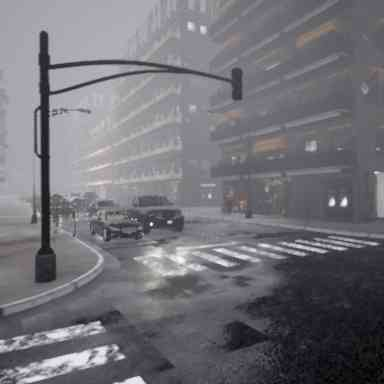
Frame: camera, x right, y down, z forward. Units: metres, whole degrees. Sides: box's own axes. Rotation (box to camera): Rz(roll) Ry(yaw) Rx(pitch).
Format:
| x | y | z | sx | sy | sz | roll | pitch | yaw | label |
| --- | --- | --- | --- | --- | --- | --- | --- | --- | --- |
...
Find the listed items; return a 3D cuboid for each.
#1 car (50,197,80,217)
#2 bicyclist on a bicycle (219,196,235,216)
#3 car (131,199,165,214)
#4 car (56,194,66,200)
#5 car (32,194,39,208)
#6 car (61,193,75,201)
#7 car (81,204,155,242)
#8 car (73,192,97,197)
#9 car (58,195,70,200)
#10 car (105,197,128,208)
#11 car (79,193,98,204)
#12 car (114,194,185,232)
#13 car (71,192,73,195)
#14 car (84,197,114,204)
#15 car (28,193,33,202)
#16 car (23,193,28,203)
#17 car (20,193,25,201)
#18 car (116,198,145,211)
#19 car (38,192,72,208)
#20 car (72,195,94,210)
| x | y | z | sx | sy | sz | roll | pitch | yaw | label |
| --- | --- | --- | --- | --- | --- | --- | --- | --- | --- |
| -11.931 | 1.465 | 30.567 | 1.887 | 1.381 | 4.507 | 0 | 0 | -29 | car |
| 2.876 | 1.163 | 27.364 | 1.656 | 1.620 | 0.582 | -1 | 0 | -29 | bicyclist on a bicycle |
| -4.619 | 1.415 | 34.660 | 2.008 | 1.369 | 4.403 | 0 | 0 | -29 | car |
| -34.749 | 1.340 | 87.983 | 1.947 | 1.339 | 4.313 | 0 | 0 | -29 | car |
| -20.065 | 1.419 | 44.961 | 1.752 | 1.417 | 4.829 | 0 | 0 | -29 | car |
| -29.269 | 1.104 | 78.287 | 2.192 | 1.841 | 5.009 | 0 | 0 | -29 | car |
| -3.713 | 1.501 | 16.024 | 2.008 | 1.369 | 4.403 | 1 | 0 | -29 | car |
| -15.102 | 1.076 | 47.939 | 2.150 | 2.045 | 5.566 | 0 | 0 | -29 | car |
| -32.010 | 1.332 | 83.135 | 2.008 | 1.369 | 4.403 | 0 | 0 | -29 | car |
| -10.180 | 1.371 | 44.503 | 1.752 | 1.417 | 4.829 | 0 | 0 | -29 | car |
| -18.313 | 1.135 | 58.898 | 2.192 | 1.841 | 5.009 | 0 | 0 | -29 | car |
| -2.458 | 1.151 | 19.043 | 2.150 | 2.045 | 5.566 | 0 | 0 | -29 | car |
| -20.352 | 1.061 | 57.213 | 2.150 | 2.045 | 5.566 | 0 | 0 | -29 | car |
| -7.337 | 1.416 | 27.685 | 1.837 | 1.490 | 4.892 | 0 | 0 | -29 | car |
| -22.886 | 1.200 | 49.957 | 2.192 | 1.841 | 5.009 | 0 | 0 | -29 | car |
| -31.105 | 1.426 | 64.500 | 1.947 | 1.339 | 4.313 | 0 | 0 | -29 | car |
| -39.320 | 1.153 | 79.042 | 2.192 | 1.841 | 5.009 | 0 | 0 | -29 | car |
| -7.357 | 1.406 | 39.508 | 2.008 | 1.369 | 4.403 | 0 | 0 | -29 | car |
| -14.669 | 1.226 | 35.415 | 2.192 | 1.841 | 5.009 | 0 | 0 | -29 | car |
| -12.282 | 1.420 | 36.451 | 1.812 | 1.442 | 4.674 | 0 | 0 | -29 | car |
